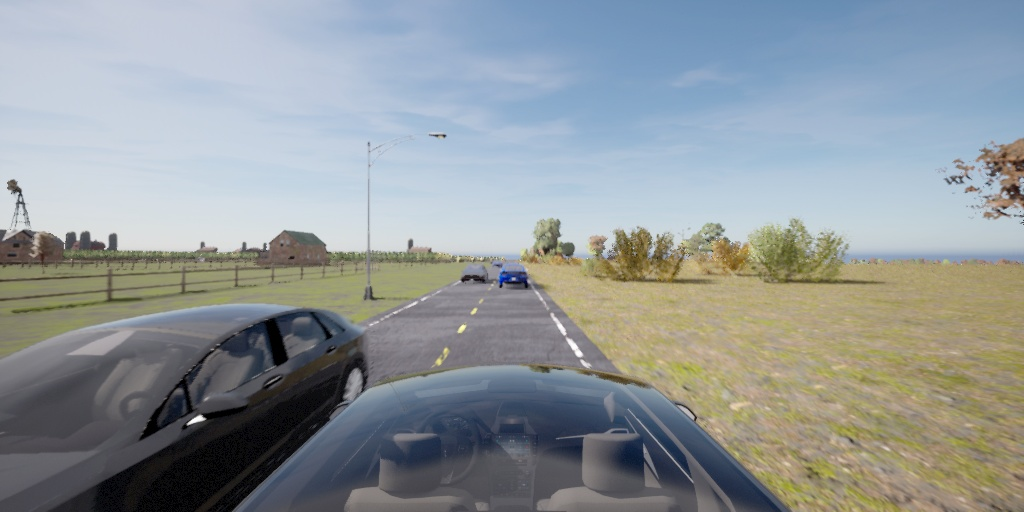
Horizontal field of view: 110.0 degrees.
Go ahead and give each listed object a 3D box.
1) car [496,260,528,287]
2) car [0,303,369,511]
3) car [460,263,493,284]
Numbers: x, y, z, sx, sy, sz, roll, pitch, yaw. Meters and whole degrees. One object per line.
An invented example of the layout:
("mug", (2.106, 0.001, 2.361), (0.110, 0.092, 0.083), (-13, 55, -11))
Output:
("car", (0.097, 1.258, 24.558), (1.882, 1.535, 5.008), (0, 0, 0))
("car", (-2.841, 1.256, 3.016), (1.837, 1.490, 4.892), (0, 0, 0))
("car", (-2.853, 1.337, 28.188), (2.033, 1.411, 5.357), (0, 0, 0))
